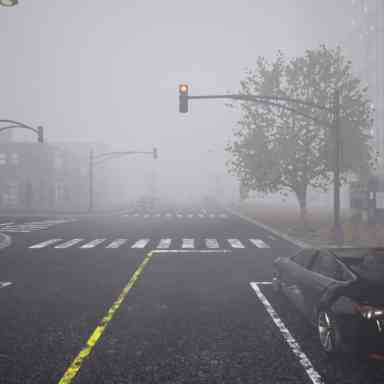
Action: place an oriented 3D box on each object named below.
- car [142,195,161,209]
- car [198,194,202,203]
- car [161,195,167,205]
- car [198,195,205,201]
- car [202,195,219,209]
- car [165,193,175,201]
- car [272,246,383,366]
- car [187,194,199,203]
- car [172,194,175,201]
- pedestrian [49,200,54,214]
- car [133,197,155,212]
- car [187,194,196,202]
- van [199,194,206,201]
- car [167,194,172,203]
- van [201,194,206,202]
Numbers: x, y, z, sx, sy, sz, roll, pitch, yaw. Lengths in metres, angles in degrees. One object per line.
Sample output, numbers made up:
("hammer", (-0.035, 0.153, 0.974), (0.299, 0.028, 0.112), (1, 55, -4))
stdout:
("car", (-5.735, 1.318, 43.818), (2.192, 1.841, 5.009), (0, 0, 0))
("car", (2.625, 1.556, 60.483), (2.008, 1.369, 4.403), (0, 0, 0))
("car", (-5.748, 1.555, 54.921), (2.008, 1.369, 4.403), (0, 0, 0))
("car", (2.594, 1.534, 88.408), (1.752, 1.417, 4.829), (0, 0, 0))
("car", (2.644, 1.528, 44.000), (1.752, 1.417, 4.829), (0, 0, 0))
("car", (-5.786, 1.324, 88.227), (2.192, 1.841, 5.009), (0, 0, 0))
("car", (2.688, 1.566, 5.801), (1.947, 1.339, 4.313), (0, 0, 0))
("car", (0.014, 1.570, 69.569), (1.994, 1.385, 4.181), (0, 0, 1))
("car", (-5.780, 1.558, 82.675), (2.008, 1.369, 4.403), (0, 0, 0))
("pedestrian", (-12.783, 1.318, 30.262), (0.375, 1.300, 0.375), (0, -1, -1))
("car", (-5.729, 1.584, 38.267), (1.802, 1.307, 4.206), (0, 0, 0))
("car", (-0.088, 1.362, 79.487), (2.097, 1.767, 4.553), (0, 0, 0))
("van", (2.602, 1.349, 82.687), (1.690, 1.788, 3.998), (0, 0, 0))
("car", (-5.767, 1.531, 71.404), (1.752, 1.417, 4.829), (0, 0, 0))
("van", (2.639, 1.345, 49.382), (1.690, 1.788, 3.998), (0, 0, 0))
